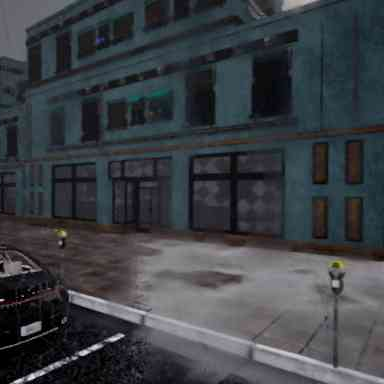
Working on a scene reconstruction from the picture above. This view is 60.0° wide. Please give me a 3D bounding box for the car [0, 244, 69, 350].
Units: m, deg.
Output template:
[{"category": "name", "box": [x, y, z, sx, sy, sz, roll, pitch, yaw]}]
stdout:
[{"category": "car", "box": [-3.889, 1.569, 5.644, 4.403, 1.369, 2.008, 0, 0, 35]}]
